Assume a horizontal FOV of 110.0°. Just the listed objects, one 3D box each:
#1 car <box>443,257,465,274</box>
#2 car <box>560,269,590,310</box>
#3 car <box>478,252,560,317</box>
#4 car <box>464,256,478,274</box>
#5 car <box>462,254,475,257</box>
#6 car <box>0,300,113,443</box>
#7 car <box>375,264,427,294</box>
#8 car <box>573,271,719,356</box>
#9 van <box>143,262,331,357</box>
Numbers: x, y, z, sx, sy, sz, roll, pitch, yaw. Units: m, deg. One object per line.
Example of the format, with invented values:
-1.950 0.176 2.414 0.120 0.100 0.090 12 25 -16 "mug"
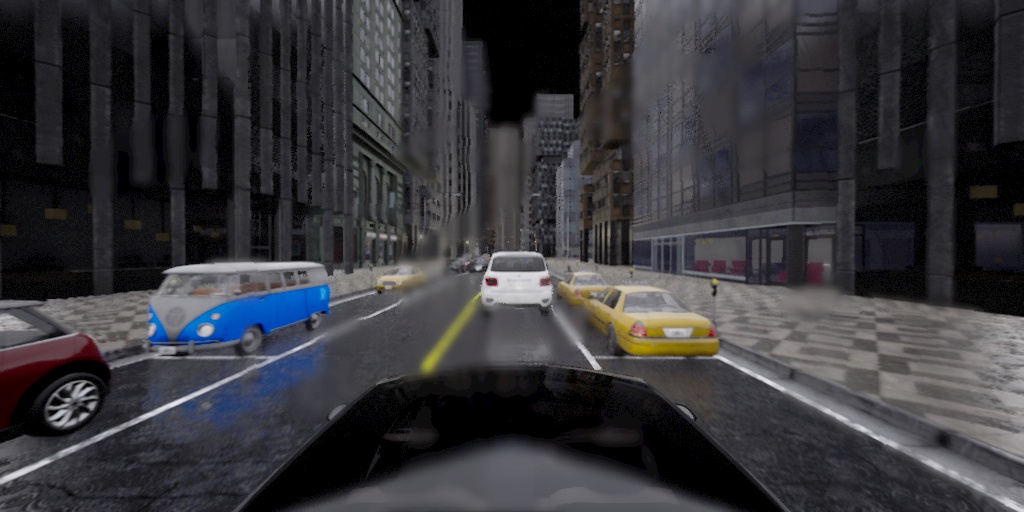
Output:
-5.782 1.052 36.145 1.948 1.339 4.313 0 0 0 "car"
2.756 1.177 13.891 1.751 1.417 4.829 0 0 0 "car"
0.106 0.879 12.844 2.150 2.045 5.566 0 0 -2 "car"
-3.085 0.985 35.350 2.128 1.511 4.902 0 0 0 "car"
-5.785 0.885 41.755 1.967 1.591 4.097 0 0 0 "car"
-5.763 1.183 2.491 1.967 1.591 4.097 0 0 0 "car"
-5.772 1.134 19.148 1.751 1.417 4.829 0 0 0 "car"
2.759 1.222 8.282 1.751 1.417 4.829 0 0 0 "car"
-5.766 1.038 8.100 1.690 1.789 3.998 0 0 0 "van"
